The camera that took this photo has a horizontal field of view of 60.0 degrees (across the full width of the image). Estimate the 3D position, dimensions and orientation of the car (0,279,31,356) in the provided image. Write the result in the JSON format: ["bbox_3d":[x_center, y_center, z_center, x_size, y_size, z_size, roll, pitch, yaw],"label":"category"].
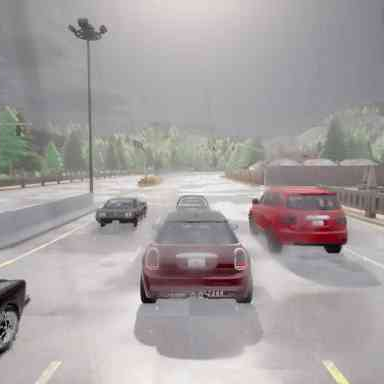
[{"bbox_3d":[-3.405,1.574,2.979,1.895,1.301,4.718,0,1,0],"label":"car"}]

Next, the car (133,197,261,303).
[{"bbox_3d":[0.078,1.191,8.012,2.097,1.767,4.553,0,2,0],"label":"car"}]

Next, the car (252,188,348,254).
[{"bbox_3d":[3.560,0.866,12.127,2.150,2.045,5.566,0,2,0],"label":"car"}]

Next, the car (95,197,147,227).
[{"bbox_3d":[-3.464,0.918,17.292,1.895,1.301,4.718,0,4,0],"label":"car"}]

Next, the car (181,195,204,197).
[{"bbox_3d":[0.037,0.857,17.395,2.033,1.411,5.357,0,4,0],"label":"car"}]
